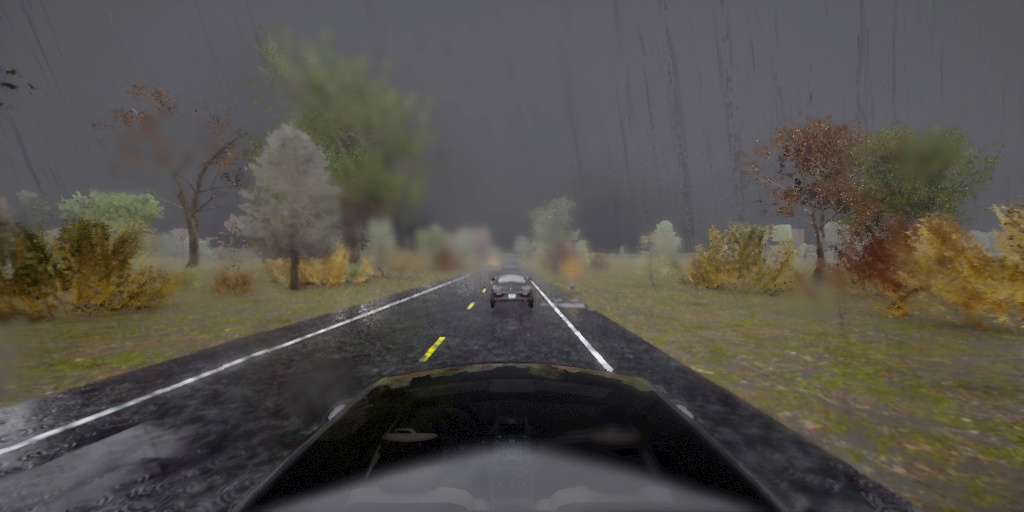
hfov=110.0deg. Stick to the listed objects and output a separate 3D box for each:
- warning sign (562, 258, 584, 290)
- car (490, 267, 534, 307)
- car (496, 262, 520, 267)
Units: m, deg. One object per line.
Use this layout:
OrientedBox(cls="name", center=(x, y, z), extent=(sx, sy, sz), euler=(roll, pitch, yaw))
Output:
OrientedBox(cls="warning sign", center=(3.551, 1.039, 21.200), extent=(1.300, 1.860, 1.060), euler=(0, 0, 0))
OrientedBox(cls="car", center=(0.006, 1.406, 16.241), extent=(1.812, 1.442, 4.674), euler=(0, 0, 0))
OrientedBox(cls="car", center=(0.006, 1.499, 31.139), extent=(2.128, 1.511, 4.902), euler=(0, 0, 0))
